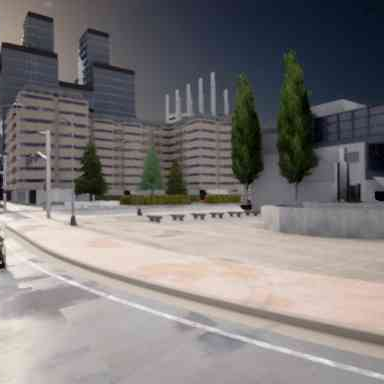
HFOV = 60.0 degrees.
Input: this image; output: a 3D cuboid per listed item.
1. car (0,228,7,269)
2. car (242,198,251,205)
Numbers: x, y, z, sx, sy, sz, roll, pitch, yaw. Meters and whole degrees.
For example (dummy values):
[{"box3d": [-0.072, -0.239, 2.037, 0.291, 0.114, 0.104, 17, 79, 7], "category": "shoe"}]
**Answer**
[{"box3d": [-7.302, 1.627, 10.739, 1.837, 1.490, 4.892, 0, 0, -38], "category": "car"}, {"box3d": [12.052, 1.758, 65.240, 5.008, 1.535, 1.882, 0, -1, -34], "category": "car"}]
